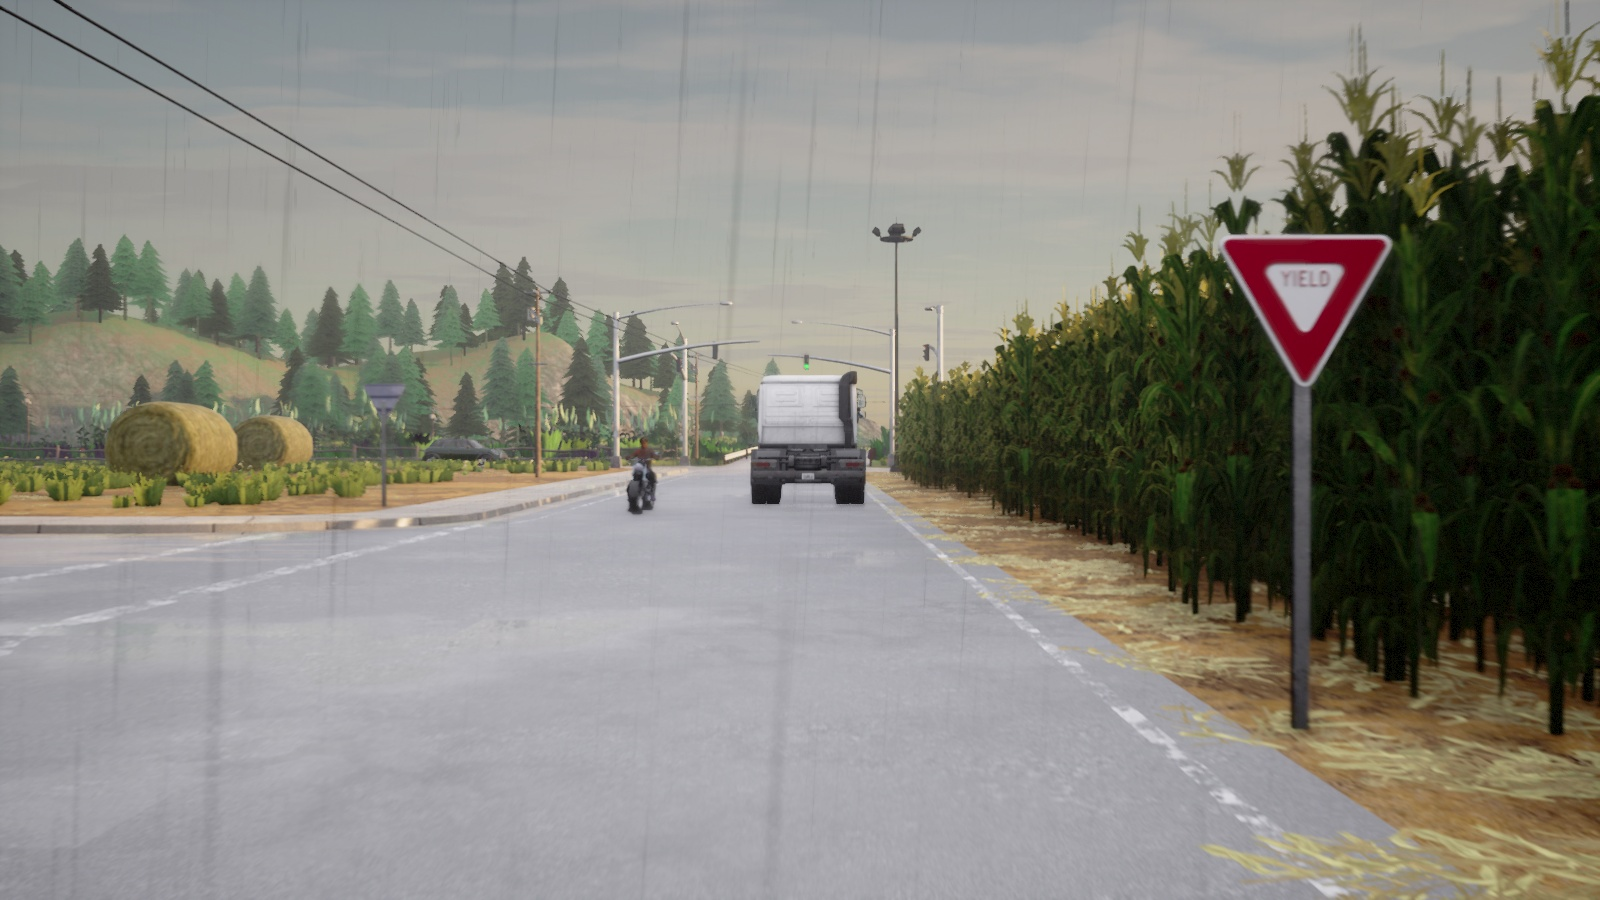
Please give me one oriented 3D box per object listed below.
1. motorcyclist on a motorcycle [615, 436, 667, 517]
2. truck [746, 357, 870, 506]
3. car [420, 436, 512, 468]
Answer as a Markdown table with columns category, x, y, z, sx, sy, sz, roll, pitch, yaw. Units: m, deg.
| category | x | y | z | sx | sy | sz | roll | pitch | yaw |
| --- | --- | --- | --- | --- | --- | --- | --- | --- | --- |
| motorcyclist on a motorcycle | -3.348 | 0.526 | 26.612 | 0.766 | 1.649 | 2.350 | 0 | 1 | 1 |
| truck | 0.205 | -0.444 | 33.150 | 2.891 | 3.462 | 7.936 | 0 | 0 | 0 |
| car | -18.642 | 0.112 | 70.153 | 4.553 | 1.767 | 2.097 | 0 | 0 | 3 |
